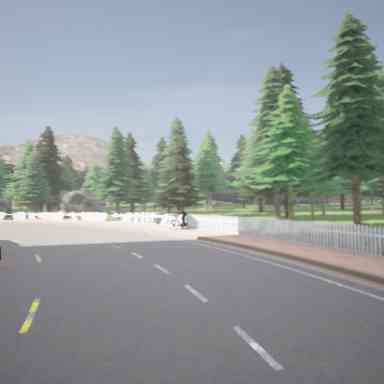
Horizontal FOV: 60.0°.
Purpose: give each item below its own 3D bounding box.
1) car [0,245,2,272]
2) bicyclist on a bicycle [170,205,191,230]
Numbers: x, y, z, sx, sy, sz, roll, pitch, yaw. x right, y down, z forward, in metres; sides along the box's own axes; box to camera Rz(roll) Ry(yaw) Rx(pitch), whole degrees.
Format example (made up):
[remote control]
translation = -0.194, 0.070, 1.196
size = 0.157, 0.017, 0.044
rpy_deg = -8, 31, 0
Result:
[car]
translation = -6.429, 1.828, 9.186
size = 2.128, 1.511, 4.902
rpy_deg = -1, -1, -26
[bicyclist on a bicycle]
translation = -0.782, 1.705, 21.985
size = 1.656, 1.620, 0.582
rpy_deg = -1, -1, -35
